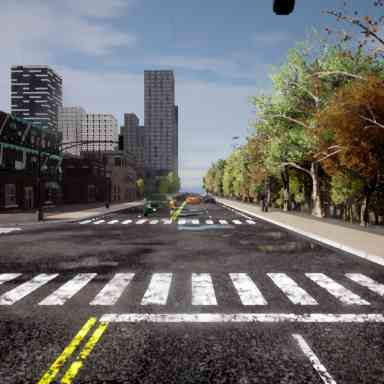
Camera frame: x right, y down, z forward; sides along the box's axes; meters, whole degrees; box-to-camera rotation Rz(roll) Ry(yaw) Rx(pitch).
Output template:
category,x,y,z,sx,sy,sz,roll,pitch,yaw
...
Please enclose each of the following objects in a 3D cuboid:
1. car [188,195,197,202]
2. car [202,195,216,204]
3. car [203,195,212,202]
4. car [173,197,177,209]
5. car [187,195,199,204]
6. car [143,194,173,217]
category,x,y,z,sx,sy,sz,roll,pitch,yaw
car,0.126,1.449,72.843,1.882,1.535,5.008,0,0,0
car,3.450,1.540,63.153,1.994,1.385,4.181,0,0,0
car,3.364,1.471,73.109,1.837,1.490,4.892,0,0,0
car,-3.272,1.463,42.267,1.882,1.535,5.008,0,0,0
car,0.195,1.328,63.022,2.097,1.767,4.553,0,0,0
car,-3.293,1.212,32.085,2.150,2.045,5.566,0,0,0
